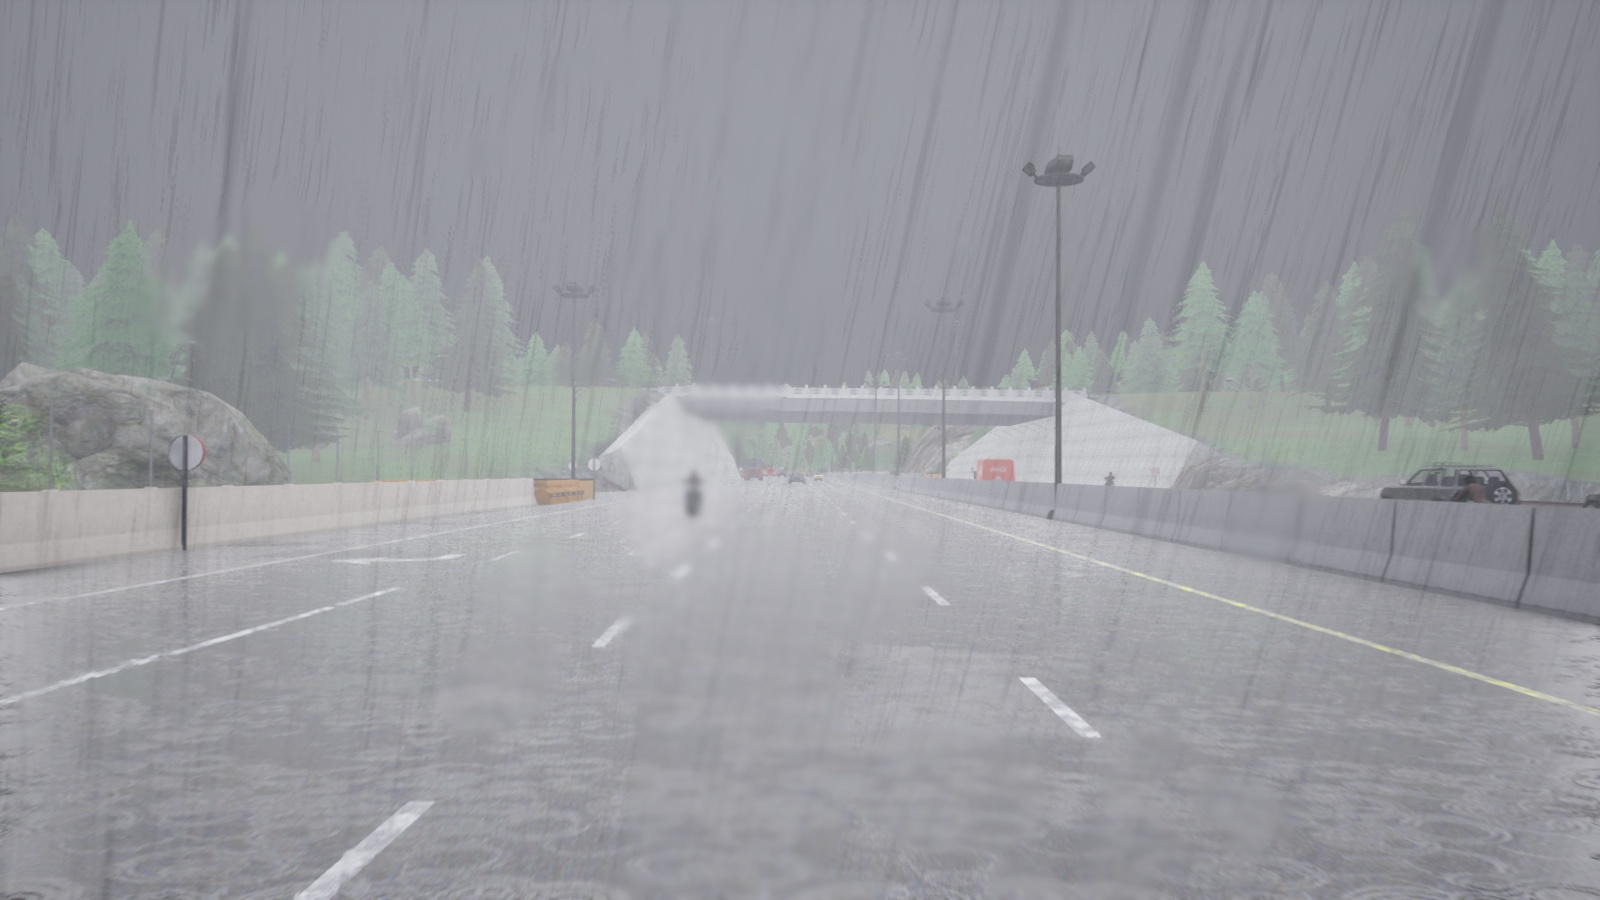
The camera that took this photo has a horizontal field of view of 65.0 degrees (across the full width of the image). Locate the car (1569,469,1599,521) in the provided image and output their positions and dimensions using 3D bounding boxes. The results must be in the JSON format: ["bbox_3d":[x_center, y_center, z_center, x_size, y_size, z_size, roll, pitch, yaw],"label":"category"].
[{"bbox_3d":[24.413,1.294,35.789,1.882,1.535,5.008,0,-1,0],"label":"car"}]

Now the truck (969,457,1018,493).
[{"bbox_3d":[13.780,1.776,89.785,2.627,2.467,5.204,0,-1,0],"label":"truck"}]

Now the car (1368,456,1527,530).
[{"bbox_3d":[17.416,1.132,34.065,1.932,1.855,4.605,0,-1,0],"label":"car"}]

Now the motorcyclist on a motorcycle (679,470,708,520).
[{"bbox_3d":[-3.603,1.492,42.560,0.766,1.649,2.350,0,-1,0],"label":"motorcyclist on a motorcycle"}]
